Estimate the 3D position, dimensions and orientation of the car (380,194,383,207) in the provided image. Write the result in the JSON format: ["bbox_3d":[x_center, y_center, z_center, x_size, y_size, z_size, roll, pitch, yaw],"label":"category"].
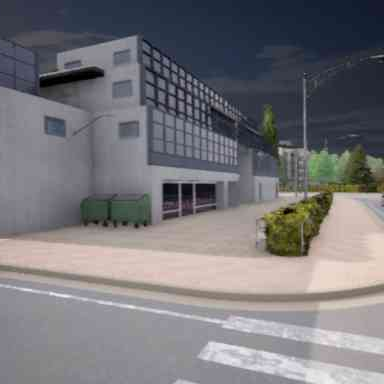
[{"bbox_3d":[18.531,0.692,30.533,2.128,1.511,4.902,0,1,24],"label":"car"}]
